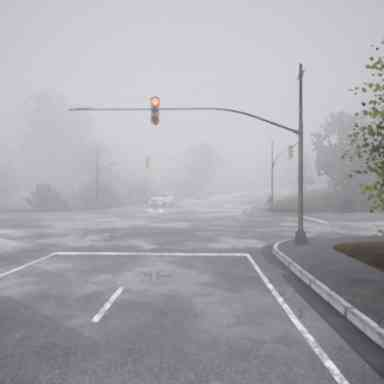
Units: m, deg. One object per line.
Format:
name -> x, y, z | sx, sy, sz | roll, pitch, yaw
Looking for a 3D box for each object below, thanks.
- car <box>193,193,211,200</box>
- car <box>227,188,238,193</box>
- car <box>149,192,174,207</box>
car -> 1.995, 0.797, 65.276 | 1.895, 1.301, 4.718 | 0, 3, 26
car -> 9.416, -0.241, 78.819 | 1.837, 1.490, 4.892 | 0, 4, 32
car -> -4.429, 1.094, 48.744 | 2.150, 2.045, 5.566 | 0, 1, 16
